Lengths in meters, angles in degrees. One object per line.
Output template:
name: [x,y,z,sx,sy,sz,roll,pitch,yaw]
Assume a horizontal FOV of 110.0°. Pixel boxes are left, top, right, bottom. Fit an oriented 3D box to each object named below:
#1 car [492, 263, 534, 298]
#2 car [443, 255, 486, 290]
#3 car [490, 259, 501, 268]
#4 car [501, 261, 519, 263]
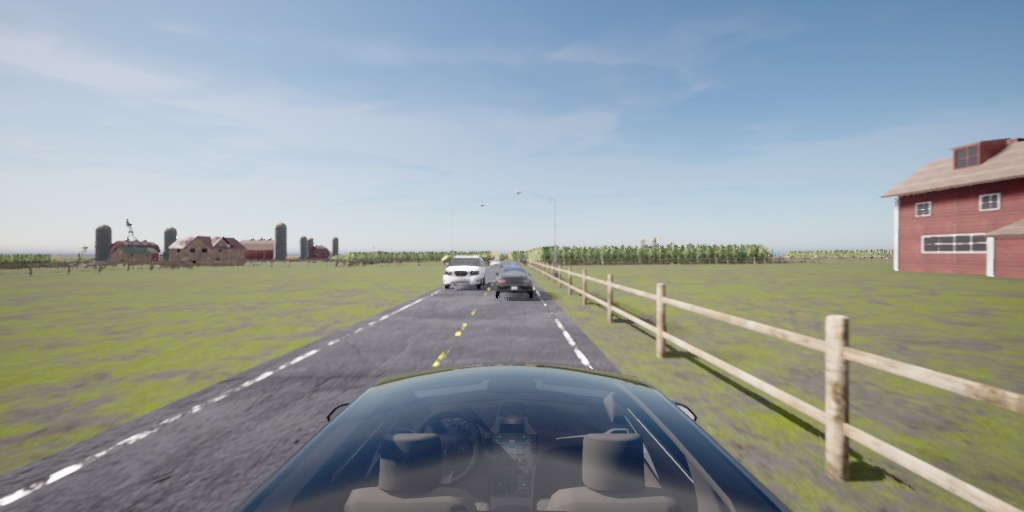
car: [0.103,1.266,18.373,1.812,1.442,4.674,0,0,0]
car: [-2.851,0.961,22.681,2.150,2.045,5.566,0,0,0]
car: [-2.789,1.253,62.871,1.812,1.442,4.674,0,0,1]
car: [0.094,1.279,40.457,2.033,1.411,5.357,0,0,0]
